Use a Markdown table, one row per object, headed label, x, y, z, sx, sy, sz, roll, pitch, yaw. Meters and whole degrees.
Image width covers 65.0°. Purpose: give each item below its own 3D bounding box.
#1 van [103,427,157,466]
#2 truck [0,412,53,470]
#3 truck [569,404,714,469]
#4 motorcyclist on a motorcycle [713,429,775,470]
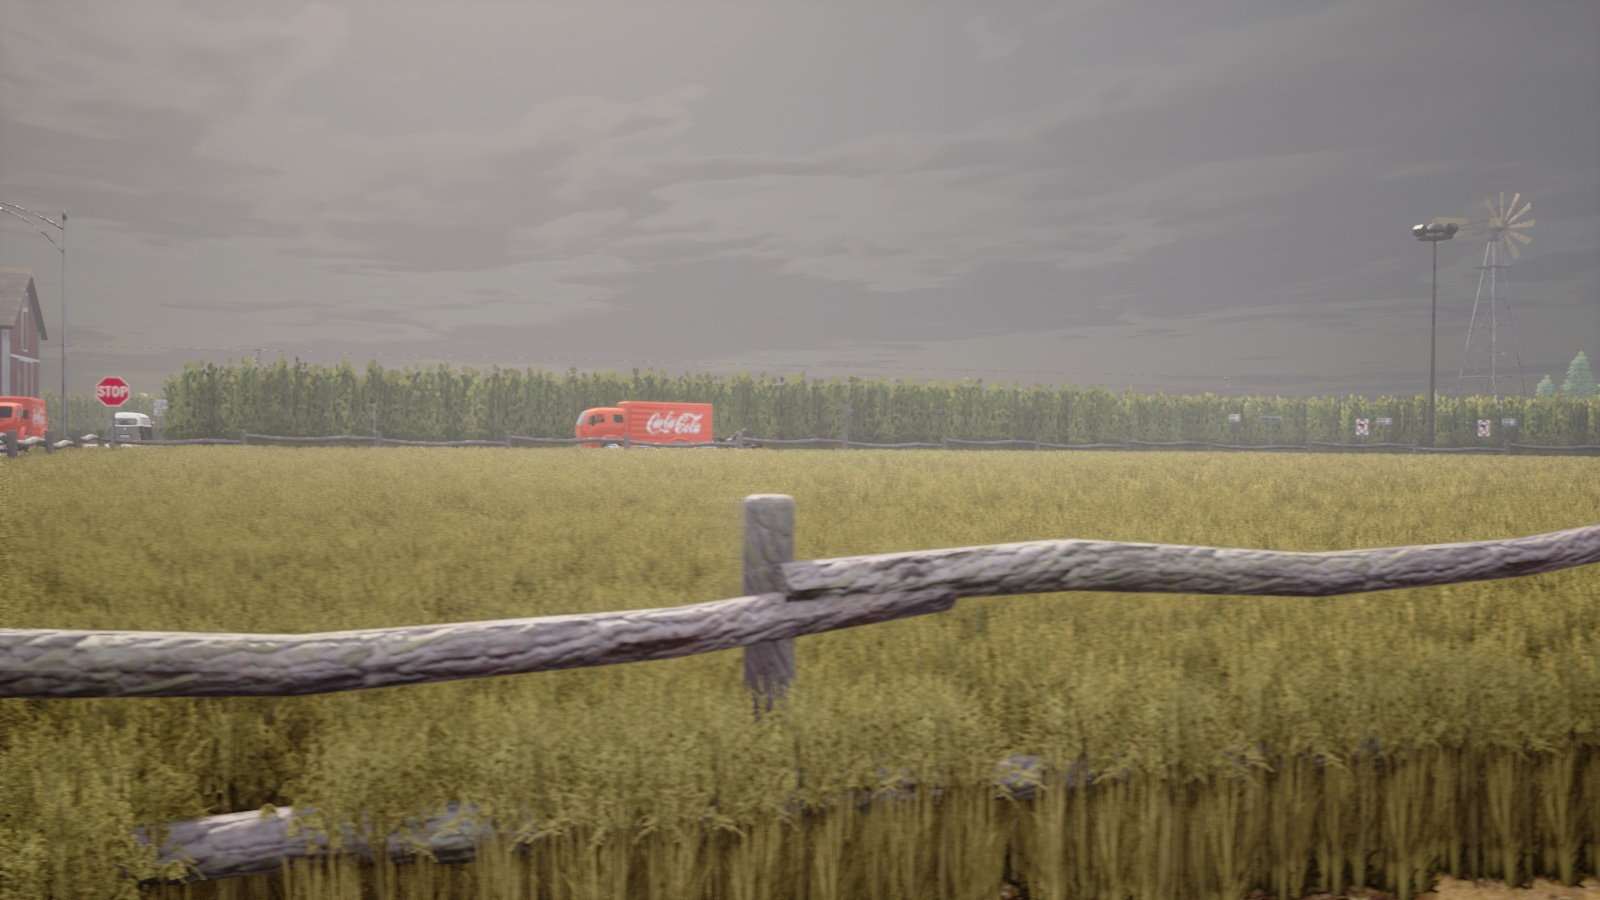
| label | x | y | z | sx | sy | sz | roll | pitch | yaw |
| --- | --- | --- | --- | --- | --- | --- | --- | --- | --- |
| van | -37.047 | -0.220 | 69.526 | 2.069 | 2.038 | 4.480 | -1 | 1 | -21 |
| truck | -35.073 | -0.360 | 55.516 | 2.627 | 2.467 | 5.204 | -1 | 0 | -21 |
| truck | -6.287 | -0.545 | 49.644 | 5.204 | 2.467 | 2.627 | -1 | 1 | -20 |
| motorcyclist on a motorcycle | -2.136 | -0.021 | 47.890 | 2.191 | 1.530 | 0.866 | -1 | 1 | -20 |
